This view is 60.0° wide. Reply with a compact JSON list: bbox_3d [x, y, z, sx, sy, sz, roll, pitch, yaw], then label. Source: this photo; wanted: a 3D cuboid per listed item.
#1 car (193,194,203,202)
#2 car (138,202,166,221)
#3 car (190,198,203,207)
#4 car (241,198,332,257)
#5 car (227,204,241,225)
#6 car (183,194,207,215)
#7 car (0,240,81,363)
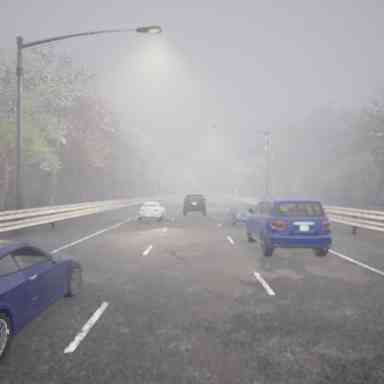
[{"bbox_3d":[1.311,1.370,73.959,2.097,1.767,4.553,0,0,2],"label":"car"},{"bbox_3d":[-3.210,1.537,27.188,1.812,1.442,4.674,0,0,1],"label":"car"},{"bbox_3d":[0.766,1.617,52.408,1.895,1.301,4.718,0,0,1],"label":"car"},{"bbox_3d":[3.545,1.229,13.135,2.150,2.045,5.566,0,0,0],"label":"car"},{"bbox_3d":[3.645,1.560,24.060,2.033,1.411,5.357,0,0,1],"label":"car"},{"bbox_3d":[0.279,1.234,33.533,2.150,2.045,5.566,0,0,1],"label":"car"},{"bbox_3d":[-3.384,1.528,5.548,1.812,1.442,4.674,0,0,0],"label":"car"}]
